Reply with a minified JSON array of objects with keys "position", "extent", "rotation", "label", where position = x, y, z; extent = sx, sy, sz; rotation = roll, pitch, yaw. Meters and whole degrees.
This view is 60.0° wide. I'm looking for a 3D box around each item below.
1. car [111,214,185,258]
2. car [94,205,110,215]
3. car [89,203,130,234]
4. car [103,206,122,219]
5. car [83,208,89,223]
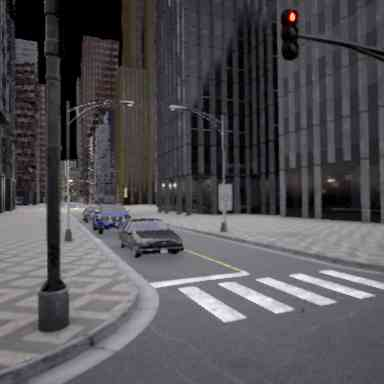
[{"position":[-2.045,1.906,14.898],"extent":[2.033,1.411,5.357],"rotation":[0,-1,-22],"label":"car"},{"position":[-14.426,2.821,53.137],"extent":[1.882,1.535,5.008],"rotation":[0,-1,-22],"label":"car"},{"position":[-5.955,1.840,24.410],"extent":[2.150,2.045,5.566],"rotation":[0,-1,-22],"label":"car"},{"position":[-10.474,2.615,43.666],"extent":[1.812,1.442,4.674],"rotation":[0,-1,-22],"label":"car"},{"position":[-10.605,2.417,35.751],"extent":[2.128,1.511,4.902],"rotation":[0,-1,-22],"label":"car"}]
